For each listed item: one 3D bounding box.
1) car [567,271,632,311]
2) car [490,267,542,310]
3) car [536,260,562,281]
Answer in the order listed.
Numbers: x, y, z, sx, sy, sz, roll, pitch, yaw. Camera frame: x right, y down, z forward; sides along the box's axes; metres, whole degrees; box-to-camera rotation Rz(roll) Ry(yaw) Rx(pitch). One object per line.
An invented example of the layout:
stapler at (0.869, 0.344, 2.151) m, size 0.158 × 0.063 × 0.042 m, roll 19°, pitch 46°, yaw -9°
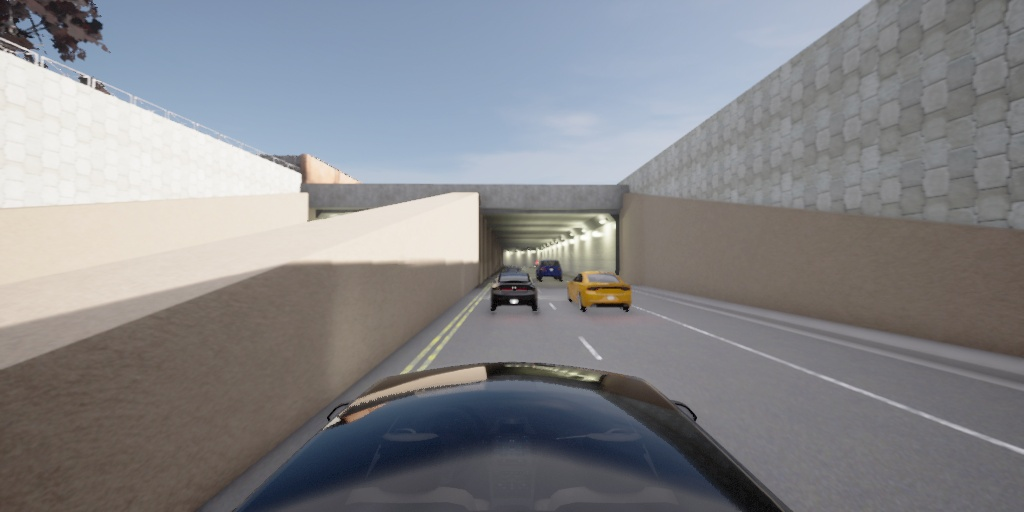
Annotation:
car at (3.588, 1.402, 15.473) m, size 1.882 × 1.535 × 5.008 m, roll 0°, pitch -1°, yaw 0°
car at (0.089, 1.432, 15.608) m, size 1.837 × 1.490 × 4.892 m, roll 0°, pitch 0°, yaw 0°
car at (3.594, 1.398, 35.332) m, size 2.150 × 2.045 × 5.566 m, roll 0°, pitch -1°, yaw 0°
